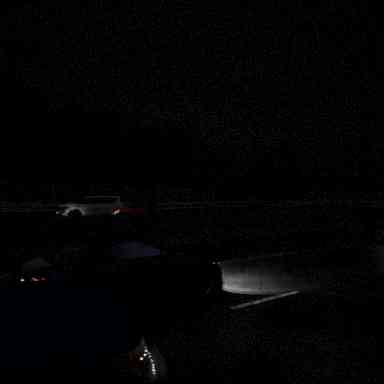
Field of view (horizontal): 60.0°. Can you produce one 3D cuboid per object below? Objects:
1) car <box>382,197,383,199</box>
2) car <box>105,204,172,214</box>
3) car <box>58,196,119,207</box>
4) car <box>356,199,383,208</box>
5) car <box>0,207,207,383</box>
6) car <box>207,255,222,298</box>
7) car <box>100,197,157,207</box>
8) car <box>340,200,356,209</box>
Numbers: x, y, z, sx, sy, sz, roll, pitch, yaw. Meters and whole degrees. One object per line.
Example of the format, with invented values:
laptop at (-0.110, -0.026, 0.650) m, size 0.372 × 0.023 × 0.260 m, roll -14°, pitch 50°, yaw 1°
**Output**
car at (30.534, 1.782, 51.535) m, size 5.566 × 2.045 × 2.150 m, roll 1°, pitch -1°, yaw -35°
car at (-3.305, 1.738, 23.131) m, size 4.718 × 1.301 × 1.895 m, roll 1°, pitch 0°, yaw -36°
car at (-8.449, 1.343, 28.060) m, size 5.566 × 2.045 × 2.150 m, roll 1°, pitch 0°, yaw -36°
car at (19.930, 1.872, 35.405) m, size 5.008 × 1.535 × 1.882 m, roll 1°, pitch 0°, yaw -35°
car at (-2.810, 1.201, 1.741) m, size 5.566 × 2.045 × 2.150 m, roll 1°, pitch -1°, yaw -36°
car at (-1.374, 1.602, 7.066) m, size 4.181 × 1.385 × 1.994 m, roll 1°, pitch -1°, yaw -36°
car at (-4.540, 1.501, 26.549) m, size 4.553 × 1.767 × 2.097 m, roll 1°, pitch 0°, yaw -35°
car at (25.028, 1.989, 51.922) m, size 5.008 × 1.535 × 1.882 m, roll 1°, pitch 0°, yaw -35°
